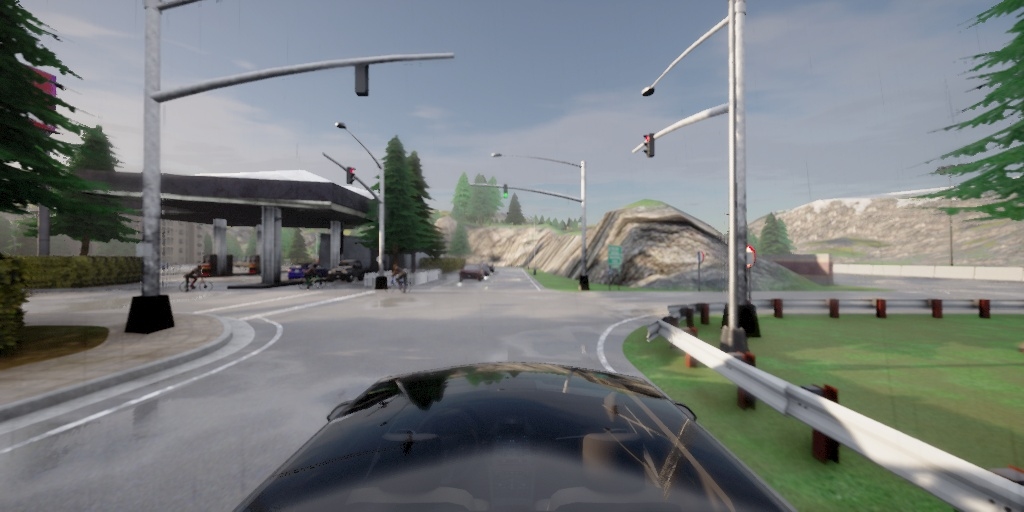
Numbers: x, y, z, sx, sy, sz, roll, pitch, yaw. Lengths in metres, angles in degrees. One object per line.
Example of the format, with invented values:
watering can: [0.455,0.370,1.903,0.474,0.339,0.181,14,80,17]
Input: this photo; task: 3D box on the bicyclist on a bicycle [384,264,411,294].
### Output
bicyclist on a bicycle: [-6.294,1.263,19.739,1.656,1.620,0.582,0,-2,12]

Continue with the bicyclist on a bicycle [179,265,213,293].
bicyclist on a bicycle: [-18.544,1.349,21.055,1.656,1.620,0.582,1,-2,-15]

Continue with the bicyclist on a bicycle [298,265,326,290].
bicyclist on a bicycle: [-13.089,1.383,23.522,1.656,1.620,0.582,1,-1,-40]

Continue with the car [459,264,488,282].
car: [-3.584,1.483,32.619,1.882,1.535,5.008,0,0,0]

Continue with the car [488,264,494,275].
car: [-3.576,1.634,42.482,2.033,1.411,5.357,0,0,0]
